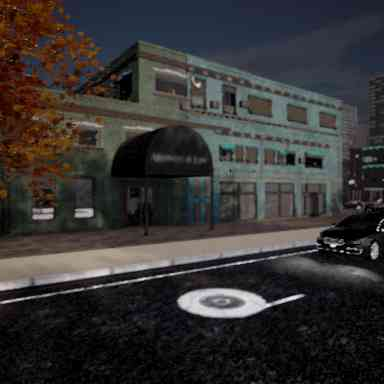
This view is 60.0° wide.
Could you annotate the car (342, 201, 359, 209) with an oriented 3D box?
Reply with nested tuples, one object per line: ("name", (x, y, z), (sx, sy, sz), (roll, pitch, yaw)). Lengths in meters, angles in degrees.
("car", (25.773, 2.077, 53.142), (2.008, 1.369, 4.403), (-1, 0, -36))

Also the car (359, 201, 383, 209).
("car", (23.767, 2.035, 41.401), (1.947, 1.339, 4.313), (-1, 0, -36))

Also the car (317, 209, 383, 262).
("car", (6.680, 1.570, 12.539), (4.892, 1.490, 1.837), (1, -1, -36))
